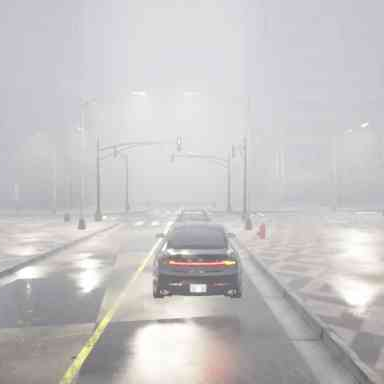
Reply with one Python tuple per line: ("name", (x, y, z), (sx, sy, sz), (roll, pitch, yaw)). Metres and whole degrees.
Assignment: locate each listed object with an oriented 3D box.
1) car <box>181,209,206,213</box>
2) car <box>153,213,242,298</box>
("car", (0.068, 1.557, 17.375), (1.994, 1.385, 4.181), (0, 0, 1))
("car", (0.104, 1.502, 8.471), (1.837, 1.490, 4.892), (0, 0, 0))
